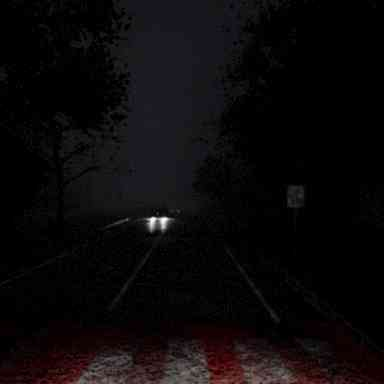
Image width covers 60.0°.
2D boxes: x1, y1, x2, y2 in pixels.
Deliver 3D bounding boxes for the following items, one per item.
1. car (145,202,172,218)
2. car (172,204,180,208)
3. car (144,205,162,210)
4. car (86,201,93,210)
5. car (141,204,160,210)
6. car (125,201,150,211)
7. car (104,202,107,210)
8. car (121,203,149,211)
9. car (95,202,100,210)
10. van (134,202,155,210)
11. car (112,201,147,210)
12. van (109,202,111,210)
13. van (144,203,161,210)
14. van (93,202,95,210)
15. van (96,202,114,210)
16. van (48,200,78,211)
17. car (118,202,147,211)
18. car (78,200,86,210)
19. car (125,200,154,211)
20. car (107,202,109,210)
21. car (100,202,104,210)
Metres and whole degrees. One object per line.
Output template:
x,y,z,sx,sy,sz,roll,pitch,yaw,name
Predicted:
-3.605,2.091,36.630,1.994,1.385,4.181,0,-1,0,car
-3.814,3.339,77.774,1.812,1.442,4.674,0,-3,0,car
-11.033,4.322,94.103,4.792,1.488,2.163,0,-3,0,car
-23.904,3.001,69.266,4.892,1.521,2.231,0,-3,0,car
-10.968,4.060,88.551,4.674,1.452,2.002,0,-3,0,car
-10.841,2.810,66.381,4.553,1.767,2.185,0,-3,0,car
-23.982,3.543,80.334,5.008,1.535,2.097,0,-3,0,car
-10.798,2.807,63.601,5.008,1.535,2.097,0,-3,0,car
-23.917,3.146,74.806,4.553,1.767,2.185,0,-3,0,car
-11.003,3.250,77.472,4.442,1.987,1.878,0,-3,0,van
-10.568,2.573,58.067,5.366,1.575,1.946,0,-2,0,car
-24.142,3.588,85.878,4.442,1.987,1.878,0,-3,0,van
-10.866,3.931,91.337,4.442,1.987,1.878,0,-3,0,van
-24.045,2.910,72.043,4.442,1.987,1.878,0,-3,0,van
-23.946,3.860,91.412,4.442,1.987,1.878,0,-3,0,van
-23.968,2.386,60.857,4.442,1.987,1.878,0,-2,0,van
-10.778,2.688,60.832,4.892,1.521,2.231,0,-2,0,car
-23.898,2.486,63.748,5.566,2.045,2.435,0,-2,0,car
-10.800,2.818,69.156,5.566,2.045,2.435,0,-3,0,car
-24.001,3.680,83.101,4.892,1.521,2.231,0,-3,0,car
-23.962,3.401,77.442,5.008,1.535,2.097,0,-3,0,car
